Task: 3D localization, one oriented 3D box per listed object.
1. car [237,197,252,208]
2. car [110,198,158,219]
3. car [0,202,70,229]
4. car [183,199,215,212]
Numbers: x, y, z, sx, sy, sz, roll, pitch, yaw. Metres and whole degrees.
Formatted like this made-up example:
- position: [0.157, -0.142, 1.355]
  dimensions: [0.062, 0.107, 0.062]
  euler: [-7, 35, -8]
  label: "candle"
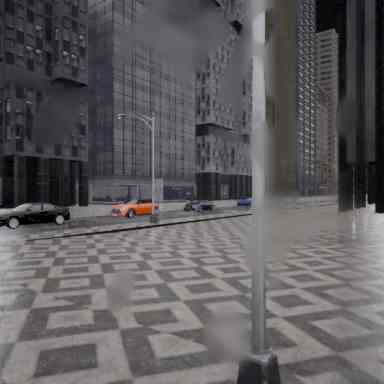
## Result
- position: [8.146, 1.416, 47.292]
  dimensions: [1.882, 1.535, 5.008]
  euler: [0, 0, 37]
  label: "car"
- position: [-5.036, 1.320, 29.393]
  dimensions: [2.097, 1.767, 4.553]
  euler: [0, 0, 36]
  label: "car"
- position: [-10.527, 1.458, 21.890]
  dimensions: [1.882, 1.535, 5.008]
  euler: [0, 0, 36]
  label: "car"
- position: [0.864, 1.519, 37.453]
  dimensions: [1.994, 1.385, 4.181]
  euler: [0, 0, 36]
  label: "car"
